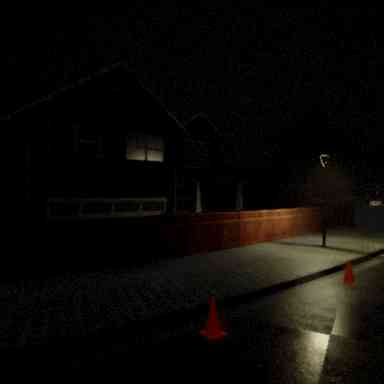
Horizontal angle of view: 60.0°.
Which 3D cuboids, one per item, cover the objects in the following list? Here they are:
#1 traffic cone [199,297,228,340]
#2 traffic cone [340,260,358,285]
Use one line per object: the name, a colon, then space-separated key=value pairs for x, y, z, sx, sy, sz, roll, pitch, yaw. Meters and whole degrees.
traffic cone: x=0.344 y=1.993 z=5.362 sx=0.340 sy=0.580 sz=0.340 roll=1 pitch=0 yaw=-39
traffic cone: x=4.023 y=2.035 z=8.515 sx=0.340 sy=0.580 sz=0.340 roll=1 pitch=-1 yaw=-42
